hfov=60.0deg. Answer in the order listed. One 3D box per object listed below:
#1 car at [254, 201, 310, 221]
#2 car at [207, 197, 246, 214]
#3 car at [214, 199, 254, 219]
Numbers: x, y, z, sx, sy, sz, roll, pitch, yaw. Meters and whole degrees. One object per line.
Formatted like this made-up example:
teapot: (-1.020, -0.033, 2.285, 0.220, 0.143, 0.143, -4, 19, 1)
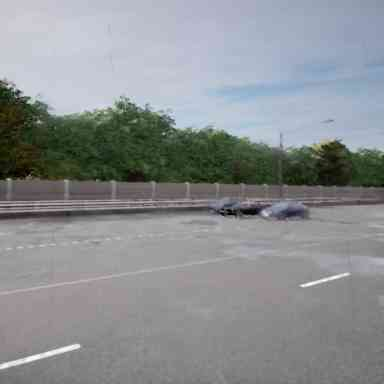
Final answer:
car: (7.400, 1.453, 26.207, 4.674, 1.442, 1.812, 0, 0, -37)
car: (3.636, 1.238, 32.141, 4.553, 1.767, 2.097, 0, 1, -37)
car: (4.495, 1.509, 28.398, 4.718, 1.301, 1.895, 0, 0, -37)
